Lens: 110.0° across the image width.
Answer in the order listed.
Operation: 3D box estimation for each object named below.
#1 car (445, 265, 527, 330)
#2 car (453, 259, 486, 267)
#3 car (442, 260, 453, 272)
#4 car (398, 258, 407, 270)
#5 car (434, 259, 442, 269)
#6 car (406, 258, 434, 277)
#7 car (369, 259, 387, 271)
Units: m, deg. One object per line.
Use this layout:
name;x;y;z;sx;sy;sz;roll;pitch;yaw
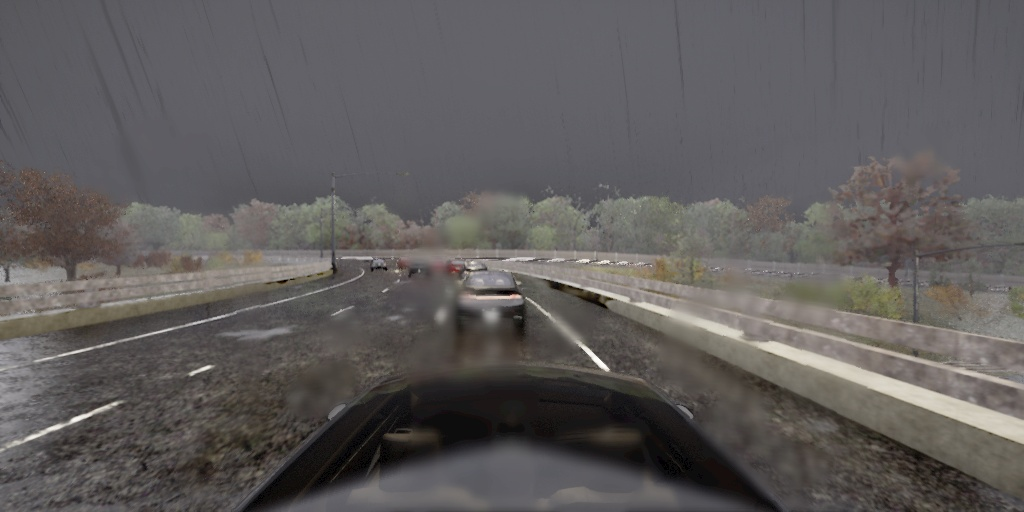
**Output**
car;-0.676;1.188;10.897;2.128;1.511;4.902;0;0;-5
car;-2.482;1.118;23.050;2.128;1.511;4.902;0;0;-11
car;-5.154;1.042;33.904;1.882;1.535;5.008;0;1;-17
car;-13.577;0.977;46.241;1.882;1.535;5.008;0;0;-24
car;-9.751;1.061;46.193;1.994;1.385;4.181;0;0;-23
car;-8.449;1.078;32.787;1.837;1.490;4.892;0;0;-17
car;-16.748;1.058;44.810;2.033;1.411;5.357;0;0;-24
